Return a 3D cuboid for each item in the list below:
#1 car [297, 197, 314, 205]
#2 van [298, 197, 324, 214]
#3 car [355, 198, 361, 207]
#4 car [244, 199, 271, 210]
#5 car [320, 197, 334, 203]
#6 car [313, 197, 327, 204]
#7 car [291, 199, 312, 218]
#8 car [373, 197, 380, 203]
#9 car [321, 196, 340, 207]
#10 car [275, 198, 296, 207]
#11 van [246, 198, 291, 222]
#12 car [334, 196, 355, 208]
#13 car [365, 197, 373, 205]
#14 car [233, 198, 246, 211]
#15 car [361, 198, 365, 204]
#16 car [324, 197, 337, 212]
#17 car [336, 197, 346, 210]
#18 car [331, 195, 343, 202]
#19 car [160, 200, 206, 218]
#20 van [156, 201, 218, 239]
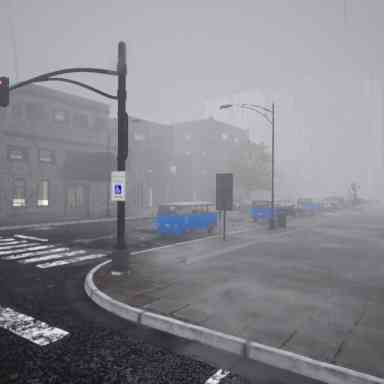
[{"bbox_3d":[21.600,1.705,63.167,1.887,1.381,4.507,0,0,35],"label":"car"},{"bbox_3d":[12.567,1.468,35.747,1.690,1.788,3.998,0,0,35],"label":"van"},{"bbox_3d":[25.271,1.516,53.817,2.192,1.841,5.009,0,0,35],"label":"car"},{"bbox_3d":[8.897,1.628,45.100,1.887,1.381,4.507,0,0,35],"label":"car"},{"bbox_3d":[31.126,1.791,76.719,1.947,1.339,4.313,0,0,35],"label":"car"},{"bbox_3d":[27.853,1.728,72.062,1.752,1.417,4.829,0,0,35],"label":"car"},{"bbox_3d":[9.390,1.655,31.230,1.887,1.381,4.507,0,0,35],"label":"car"},{"bbox_3d":[44.324,1.899,80.919,1.947,1.339,4.313,0,0,35],"label":"car"},{"bbox_3d":[22.943,1.533,55.002,2.097,1.767,4.553,1,0,35],"label":"car"},{"bbox_3d":[15.248,1.665,54.133,1.887,1.381,4.507,0,0,35],"label":"car"},{"bbox_3d":[6.216,1.436,26.713,1.690,1.788,3.998,0,0,35],"label":"van"},{"bbox_3d":[22.095,1.497,49.300,2.192,1.841,5.009,0,0,35],"label":"car"},{"bbox_3d":[34.796,1.809,67.368,1.887,1.381,4.507,0,0,35],"label":"car"},{"bbox_3d":[5.722,1.506,40.583,1.967,1.590,4.097,0,0,35],"label":"car"},{"bbox_3d":[28.543,1.747,58.473,1.752,1.417,4.829,0,0,35],"label":"car"},{"bbox_3d":[15.840,1.671,40.404,1.752,1.417,4.829,0,0,35],"label":"car"},{"bbox_3d":[18.917,1.729,44.781,1.947,1.339,4.313,0,0,35],"label":"car"},{"bbox_3d":[37.478,1.711,85.753,1.967,1.590,4.097,0,0,35],"label":"car"},{"bbox_3d":[-0.728,1.558,31.408,1.752,1.417,4.829,0,0,35],"label":"car"},{"bbox_3d":[-0.136,1.406,17.679,1.690,1.788,3.998,0,0,35],"label":"van"}]
